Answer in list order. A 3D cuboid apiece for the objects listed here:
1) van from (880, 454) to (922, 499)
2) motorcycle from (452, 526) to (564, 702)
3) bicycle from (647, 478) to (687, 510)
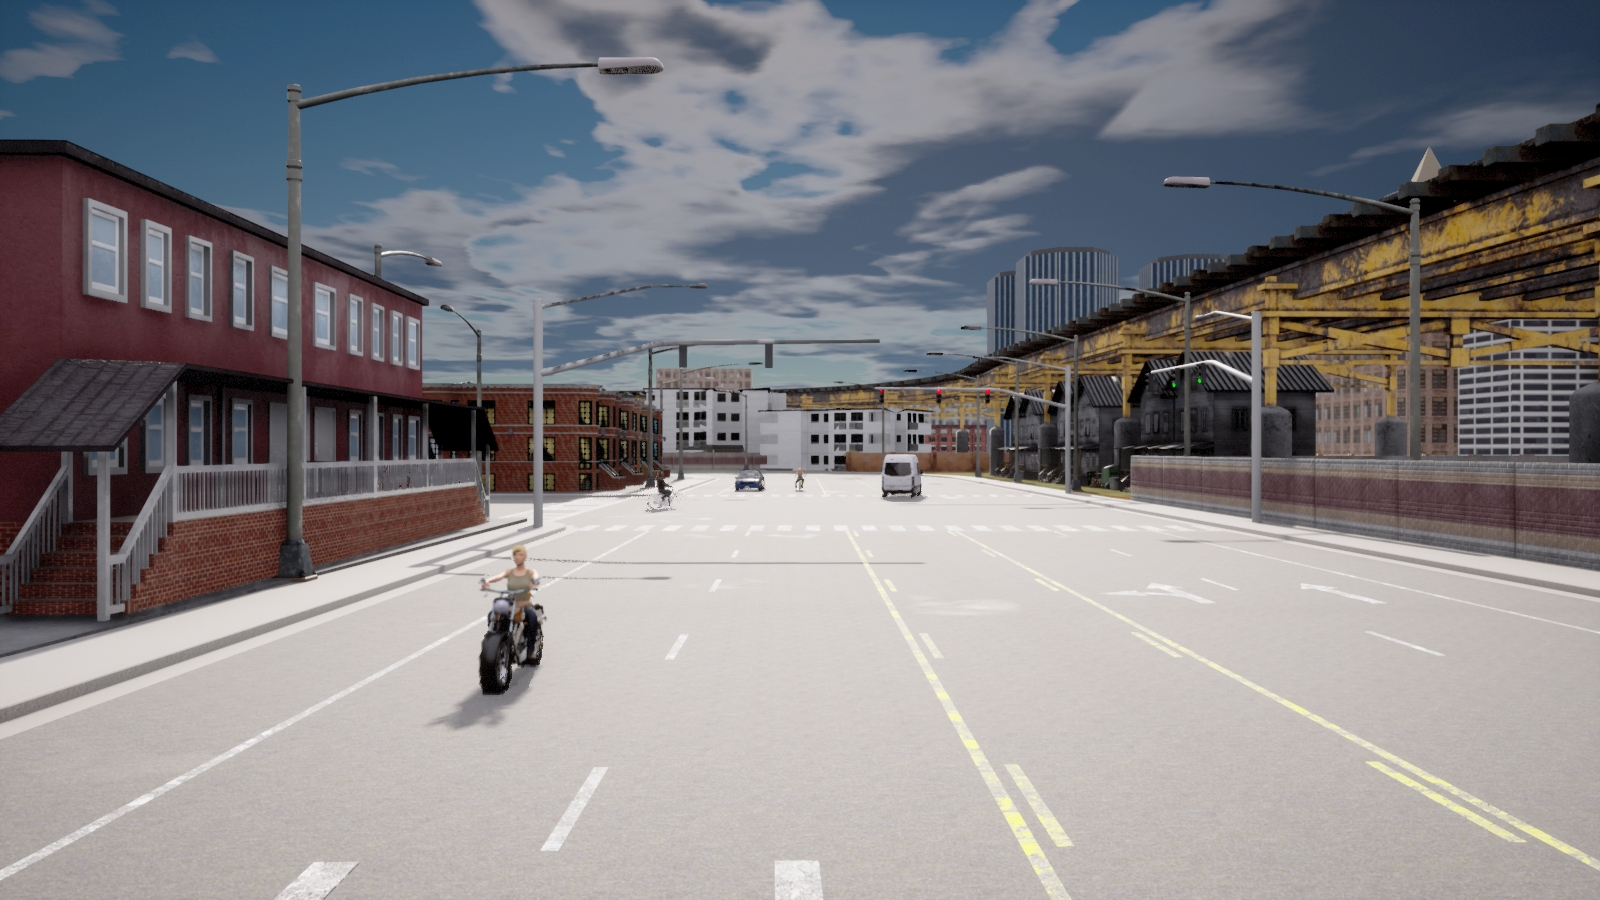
[{"bbox_3d":[6.219,1.559,69.758,1.988,2.561,5.915,1,0,10],"label":"van"},{"bbox_3d":[-3.501,1.913,13.944,0.764,1.802,2.356,0,0,0],"label":"motorcycle"},{"bbox_3d":[-6.242,2.068,53.682,1.835,1.496,0.329,0,0,-17],"label":"bicycle"}]
